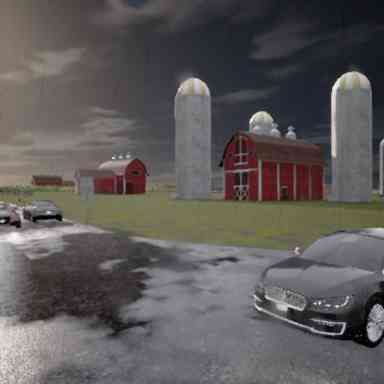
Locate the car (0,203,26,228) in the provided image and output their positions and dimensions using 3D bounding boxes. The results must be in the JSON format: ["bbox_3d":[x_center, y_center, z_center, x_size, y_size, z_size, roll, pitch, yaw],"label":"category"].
[{"bbox_3d":[-11.320,1.356,19.401,1.994,1.385,4.181,-1,1,-37],"label":"car"}]

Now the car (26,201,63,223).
[{"bbox_3d":[-10.575,1.302,23.424,1.994,1.385,4.181,-1,1,-36],"label":"car"}]

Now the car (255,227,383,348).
[{"bbox_3d":[3.314,1.489,6.332,4.892,1.490,1.837,1,0,-35],"label":"car"}]
